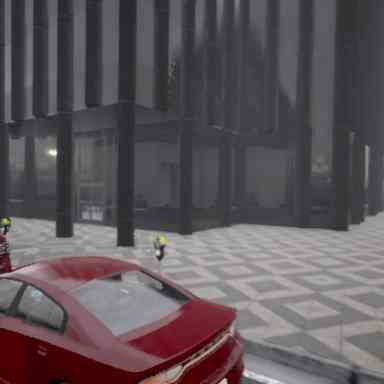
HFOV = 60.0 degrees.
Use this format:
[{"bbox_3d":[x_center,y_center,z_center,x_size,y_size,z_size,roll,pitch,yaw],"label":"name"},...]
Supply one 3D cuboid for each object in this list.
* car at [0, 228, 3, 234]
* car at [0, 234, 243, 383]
[{"bbox_3d":[-5.777,1.198,6.966,5.009,1.841,2.192,1,2,35],"label":"car"},{"bbox_3d":[-1.600,1.482,4.066,4.507,1.381,1.887,1,2,35],"label":"car"}]
